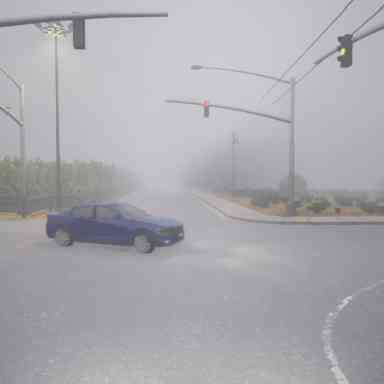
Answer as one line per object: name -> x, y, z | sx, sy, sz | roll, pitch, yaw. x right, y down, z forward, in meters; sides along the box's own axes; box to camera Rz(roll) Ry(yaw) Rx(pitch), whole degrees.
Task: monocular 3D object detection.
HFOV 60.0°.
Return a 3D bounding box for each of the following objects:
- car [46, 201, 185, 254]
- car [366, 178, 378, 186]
car -> -2.704, 1.092, 11.629 | 5.008, 1.535, 1.882 | 1, 2, 20
car -> 42.113, -2.272, 77.576 | 1.905, 1.878, 3.866 | 10, 10, 41
